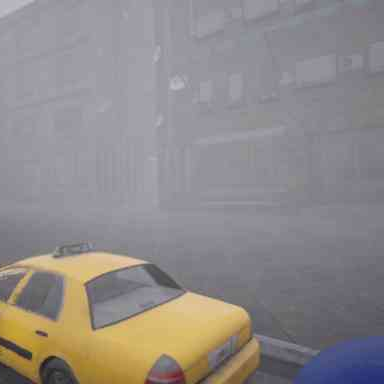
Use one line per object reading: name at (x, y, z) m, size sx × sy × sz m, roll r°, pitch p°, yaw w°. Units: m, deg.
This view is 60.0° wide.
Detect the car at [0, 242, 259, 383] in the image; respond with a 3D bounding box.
car at (-1.805, 1.482, 4.591) m, size 5.366 × 1.575 × 1.946 m, roll 0°, pitch 0°, yaw 35°
